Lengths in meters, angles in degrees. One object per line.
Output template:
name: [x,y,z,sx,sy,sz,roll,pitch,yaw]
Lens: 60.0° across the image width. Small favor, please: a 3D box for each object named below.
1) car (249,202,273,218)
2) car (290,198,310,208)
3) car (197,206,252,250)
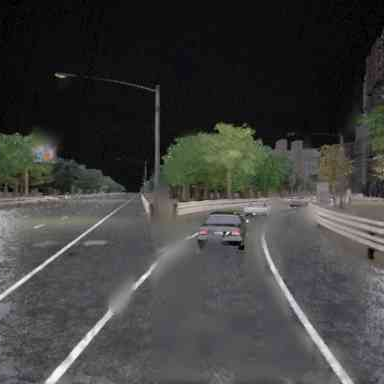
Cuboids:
car: [6.353,1.637,31.301,1.895,1.301,4.718,0,0,23]
car: [15.937,1.616,48.647,2.033,1.411,5.357,0,0,35]
car: [1.456,1.560,14.587,2.033,1.411,5.357,0,0,11]
